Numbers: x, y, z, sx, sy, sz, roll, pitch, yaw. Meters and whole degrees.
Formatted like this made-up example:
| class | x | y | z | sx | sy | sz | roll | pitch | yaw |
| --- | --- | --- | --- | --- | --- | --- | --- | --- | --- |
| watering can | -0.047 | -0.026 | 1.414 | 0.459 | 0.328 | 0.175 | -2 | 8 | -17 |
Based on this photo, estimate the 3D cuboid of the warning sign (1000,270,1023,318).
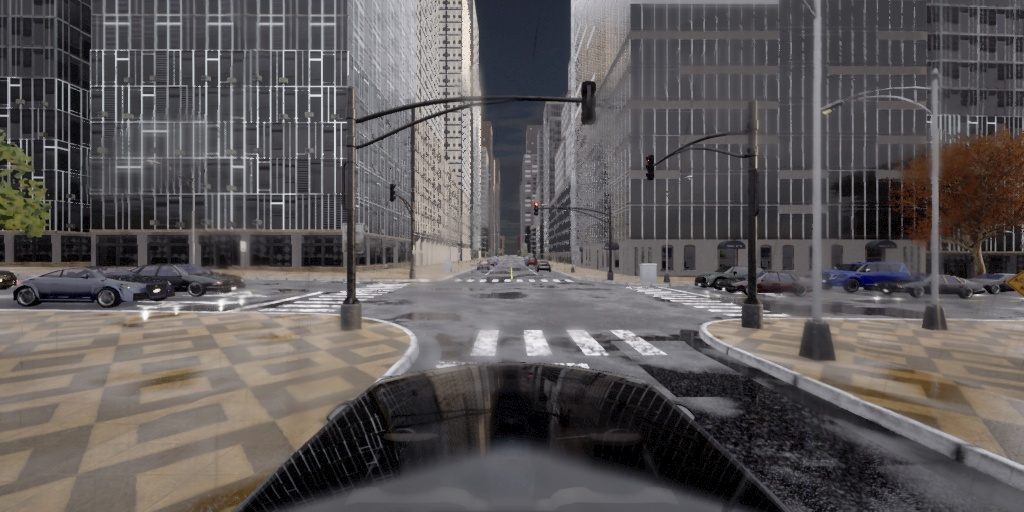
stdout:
| class | x | y | z | sx | sy | sz | roll | pitch | yaw |
| --- | --- | --- | --- | --- | --- | --- | --- | --- | --- |
| warning sign | 17.274 | 1.204 | 11.872 | 1.060 | 1.860 | 1.300 | 0 | 0 | -3 |

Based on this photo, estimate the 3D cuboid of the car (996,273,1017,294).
| class | x | y | z | sx | sy | sz | roll | pitch | yaw |
| --- | --- | --- | --- | --- | --- | --- | --- | --- | --- |
| car | 34.567 | 1.942 | 25.384 | 5.357 | 1.411 | 2.033 | 1 | 0 | -3 |

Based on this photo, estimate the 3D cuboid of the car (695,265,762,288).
| class | x | y | z | sx | sy | sz | roll | pitch | yaw |
| --- | --- | --- | --- | --- | --- | --- | --- | --- | --- |
| car | 14.996 | 1.396 | 24.479 | 4.553 | 1.767 | 2.097 | 1 | 0 | -3 |

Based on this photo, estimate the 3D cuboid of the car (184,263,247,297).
| class | x | y | z | sx | sy | sz | roll | pitch | yaw |
| --- | --- | --- | --- | --- | --- | --- | --- | --- | --- |
| car | -15.353 | 1.040 | 16.397 | 5.357 | 1.411 | 2.033 | 1 | 0 | 0 |

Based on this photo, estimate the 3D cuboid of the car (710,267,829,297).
| class | x | y | z | sx | sy | sz | roll | pitch | yaw |
| --- | --- | --- | --- | --- | --- | --- | --- | --- | --- |
| car | 15.128 | 1.595 | 21.230 | 5.357 | 1.411 | 2.033 | 1 | 0 | -3 |

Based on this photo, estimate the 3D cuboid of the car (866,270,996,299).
| class | x | y | z | sx | sy | sz | roll | pitch | yaw |
| --- | --- | --- | --- | --- | --- | --- | --- | --- | --- |
| car | 25.187 | 1.775 | 21.699 | 5.357 | 1.411 | 2.033 | 1 | 0 | -3 |

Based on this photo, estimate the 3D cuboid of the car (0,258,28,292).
| class | x | y | z | sx | sy | sz | roll | pitch | yaw |
| --- | --- | --- | --- | --- | --- | --- | --- | --- | --- |
| car | -25.275 | 0.816 | 15.905 | 4.892 | 1.490 | 1.837 | 1 | 0 | -3 |

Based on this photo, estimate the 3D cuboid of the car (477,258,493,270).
| class | x | y | z | sx | sy | sz | roll | pitch | yaw |
| --- | --- | --- | --- | --- | --- | --- | --- | --- | --- |
| car | -4.030 | 1.342 | 51.165 | 1.802 | 1.307 | 4.207 | 0 | 0 | 0 |

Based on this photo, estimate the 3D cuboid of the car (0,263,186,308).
| class | x | y | z | sx | sy | sz | roll | pitch | yaw |
| --- | --- | --- | --- | --- | --- | --- | --- | --- | --- |
| car | -15.079 | 1.063 | 13.122 | 4.181 | 1.385 | 1.994 | 1 | 0 | -3 |

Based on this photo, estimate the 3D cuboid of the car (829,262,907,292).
| class | x | y | z | sx | sy | sz | roll | pitch | yaw |
| --- | --- | --- | --- | --- | --- | --- | --- | --- | --- |
| car | 24.339 | 1.433 | 24.911 | 5.566 | 2.045 | 2.150 | 1 | 0 | -3 |

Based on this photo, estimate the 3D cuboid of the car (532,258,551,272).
| class | x | y | z | sx | sy | sz | roll | pitch | yaw |
| --- | --- | --- | --- | --- | --- | --- | --- | --- | --- |
| car | 3.924 | 1.329 | 45.673 | 1.948 | 1.339 | 4.313 | 0 | 0 | 0 |
